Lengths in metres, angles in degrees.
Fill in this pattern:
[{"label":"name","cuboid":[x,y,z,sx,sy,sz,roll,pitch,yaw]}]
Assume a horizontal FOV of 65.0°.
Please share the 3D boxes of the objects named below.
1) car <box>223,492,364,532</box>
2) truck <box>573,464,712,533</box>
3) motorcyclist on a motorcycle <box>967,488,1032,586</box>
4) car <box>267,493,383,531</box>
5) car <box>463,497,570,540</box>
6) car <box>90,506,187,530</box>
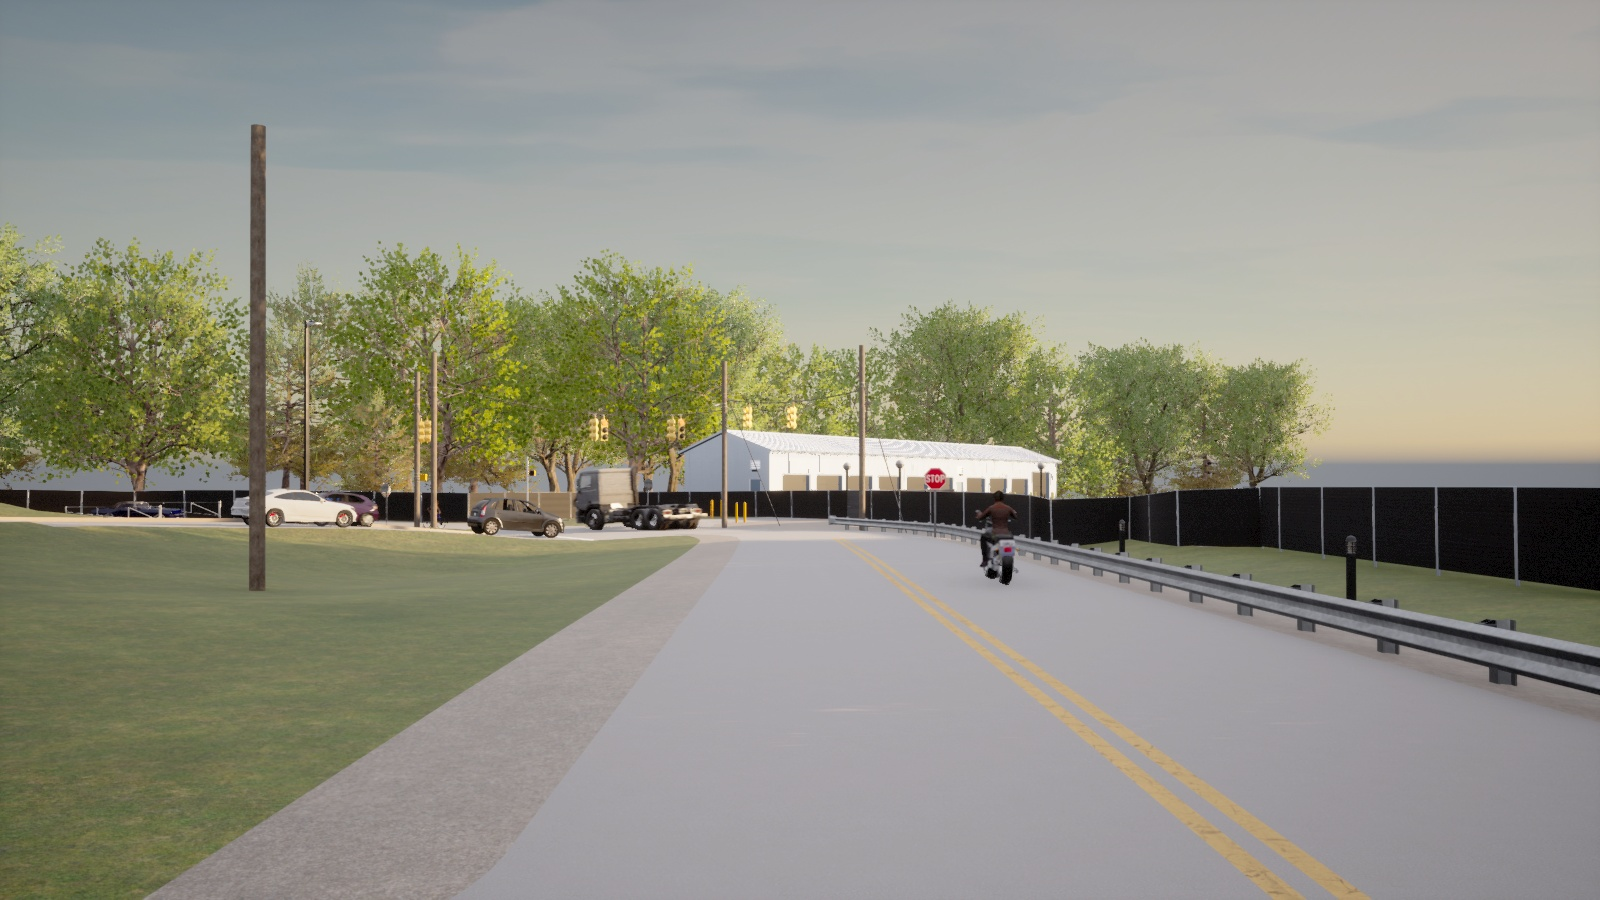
[{"label":"car","cuboid":[-19.323,2.377,48.090,1.812,1.442,4.674,-1,-3,39]},{"label":"truck","cuboid":[-8.614,2.640,67.774,7.936,3.462,2.891,-3,-1,43]},{"label":"motorcyclist on a motorcycle","cuboid":[3.515,1.508,22.323,0.766,1.649,2.350,-1,-2,0]},{"label":"car","cuboid":[-20.393,2.673,54.010,4.193,1.474,1.816,6,-5,-42]},{"label":"car","cuboid":[-12.176,2.946,54.004,3.988,1.617,1.851,5,-4,-33]},{"label":"car","cuboid":[-39.157,4.025,74.390,4.718,1.301,1.895,0,-1,-3]}]
